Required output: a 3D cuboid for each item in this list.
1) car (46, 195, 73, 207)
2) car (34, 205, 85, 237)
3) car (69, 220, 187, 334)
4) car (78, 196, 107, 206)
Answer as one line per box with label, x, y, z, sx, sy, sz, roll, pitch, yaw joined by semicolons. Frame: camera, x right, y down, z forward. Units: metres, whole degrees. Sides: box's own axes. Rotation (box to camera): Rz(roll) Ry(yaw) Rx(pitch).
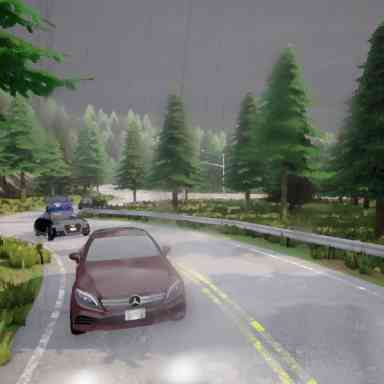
car;-12.807;1.326;32.220;2.150;2.045;5.566;-1;0;-18
car;-7.024;1.664;17.751;1.994;1.385;4.181;-4;2;-38
car;-1.510;1.523;7.044;1.812;1.442;4.674;-2;0;-17
car;-12.646;1.289;42.805;2.097;1.767;4.553;2;2;13
